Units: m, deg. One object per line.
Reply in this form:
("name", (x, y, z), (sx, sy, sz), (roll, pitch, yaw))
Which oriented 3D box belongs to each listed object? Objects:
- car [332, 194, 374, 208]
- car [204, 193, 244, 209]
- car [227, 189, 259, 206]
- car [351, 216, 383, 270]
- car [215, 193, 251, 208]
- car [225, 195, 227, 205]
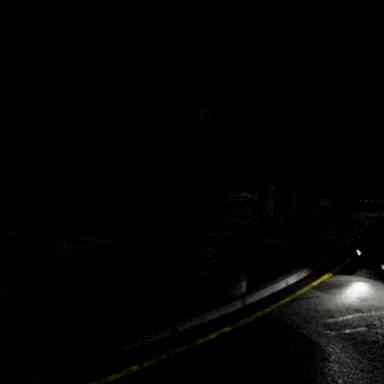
("car", (17.358, 0.929, 36.034), (2.033, 1.411, 5.357), (0, 1, -5))
("car", (4.714, 1.404, 48.282), (5.566, 2.045, 2.435), (2, -7, -37))
("car", (7.365, 0.645, 39.684), (5.566, 2.045, 2.435), (0, -1, -37))
("car", (6.611, 1.494, 10.537), (2.033, 1.411, 5.357), (0, 1, 39))
("car", (5.610, 1.220, 45.369), (4.553, 1.767, 2.185), (2, -6, -37))
("car", (6.448, 0.952, 42.475), (4.553, 1.767, 2.185), (1, -4, -38))
